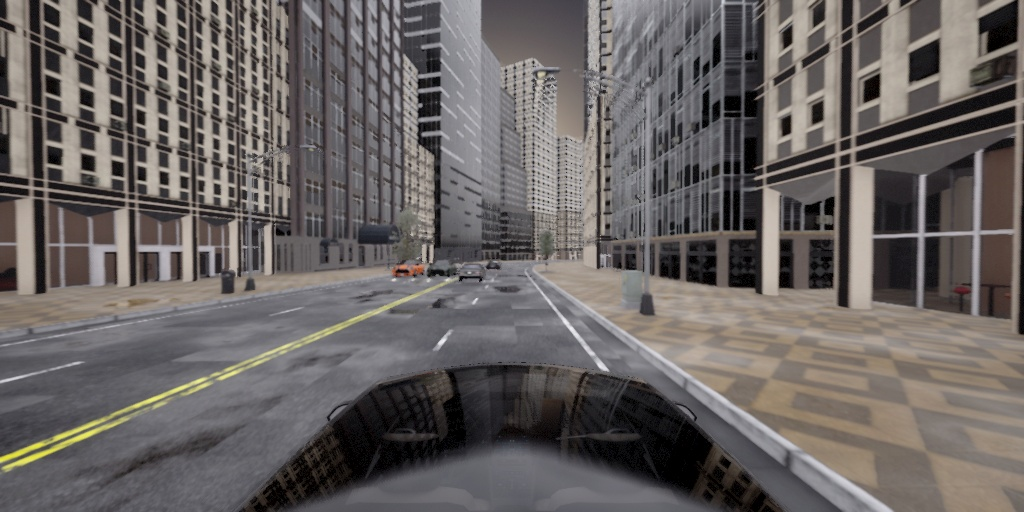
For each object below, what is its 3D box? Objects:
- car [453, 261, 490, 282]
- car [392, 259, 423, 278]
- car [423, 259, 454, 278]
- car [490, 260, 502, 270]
[{"bbox_3d":[-3.162,1.292,29.205,2.033,1.411,5.357,0,0,0],"label":"car"},{"bbox_3d":[-9.797,1.101,34.235,2.097,1.767,4.553,0,0,0],"label":"car"},{"bbox_3d":[-6.550,1.098,33.710,2.097,1.767,4.553,0,0,0],"label":"car"},{"bbox_3d":[-2.633,1.279,53.464,1.812,1.442,4.674,0,0,4],"label":"car"}]
